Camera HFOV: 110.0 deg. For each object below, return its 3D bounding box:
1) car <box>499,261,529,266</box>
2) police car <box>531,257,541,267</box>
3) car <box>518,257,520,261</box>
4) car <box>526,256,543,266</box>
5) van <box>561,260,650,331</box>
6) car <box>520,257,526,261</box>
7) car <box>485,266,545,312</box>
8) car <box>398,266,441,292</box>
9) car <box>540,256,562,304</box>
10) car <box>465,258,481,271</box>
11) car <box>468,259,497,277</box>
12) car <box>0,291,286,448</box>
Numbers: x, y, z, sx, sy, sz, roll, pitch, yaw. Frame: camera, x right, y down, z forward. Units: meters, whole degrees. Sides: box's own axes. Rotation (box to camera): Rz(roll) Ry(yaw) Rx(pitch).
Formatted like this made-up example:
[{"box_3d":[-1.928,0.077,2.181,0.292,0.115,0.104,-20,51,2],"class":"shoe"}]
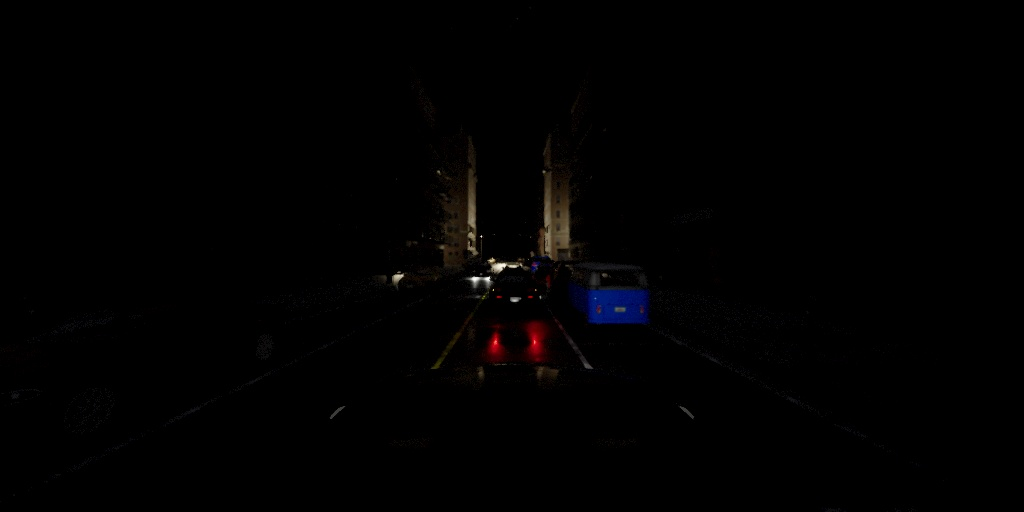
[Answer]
[{"box_3d":[0.096,1.325,29.277,1.994,1.385,4.181,0,0,0],"class":"car"},{"box_3d":[3.011,1.186,30.890,1.930,1.638,5.238,0,0,0],"class":"police car"},{"box_3d":[2.643,1.326,64.816,2.007,1.370,4.403,0,0,0],"class":"car"},{"box_3d":[2.983,0.992,37.810,2.150,2.045,5.566,0,0,0],"class":"car"},{"box_3d":[2.691,1.095,10.754,1.690,1.789,3.998,0,0,0],"class":"van"},{"box_3d":[2.648,1.298,59.580,1.751,1.417,4.829,0,0,0],"class":"car"},{"box_3d":[0.095,1.281,14.228,1.812,1.442,4.674,0,0,0],"class":"car"},{"box_3d":[-5.398,1.283,21.397,1.751,1.417,4.829,0,0,0],"class":"car"},{"box_3d":[2.686,1.071,16.161,2.192,1.841,5.009,0,0,0],"class":"car"},{"box_3d":[-5.390,1.351,48.597,1.802,1.307,4.207,0,0,0],"class":"car"},{"box_3d":[-2.846,1.311,35.698,2.033,1.411,5.357,0,0,0],"class":"car"},{"box_3d":[-5.403,1.297,5.347,1.888,1.381,4.507,0,0,0],"class":"car"}]
